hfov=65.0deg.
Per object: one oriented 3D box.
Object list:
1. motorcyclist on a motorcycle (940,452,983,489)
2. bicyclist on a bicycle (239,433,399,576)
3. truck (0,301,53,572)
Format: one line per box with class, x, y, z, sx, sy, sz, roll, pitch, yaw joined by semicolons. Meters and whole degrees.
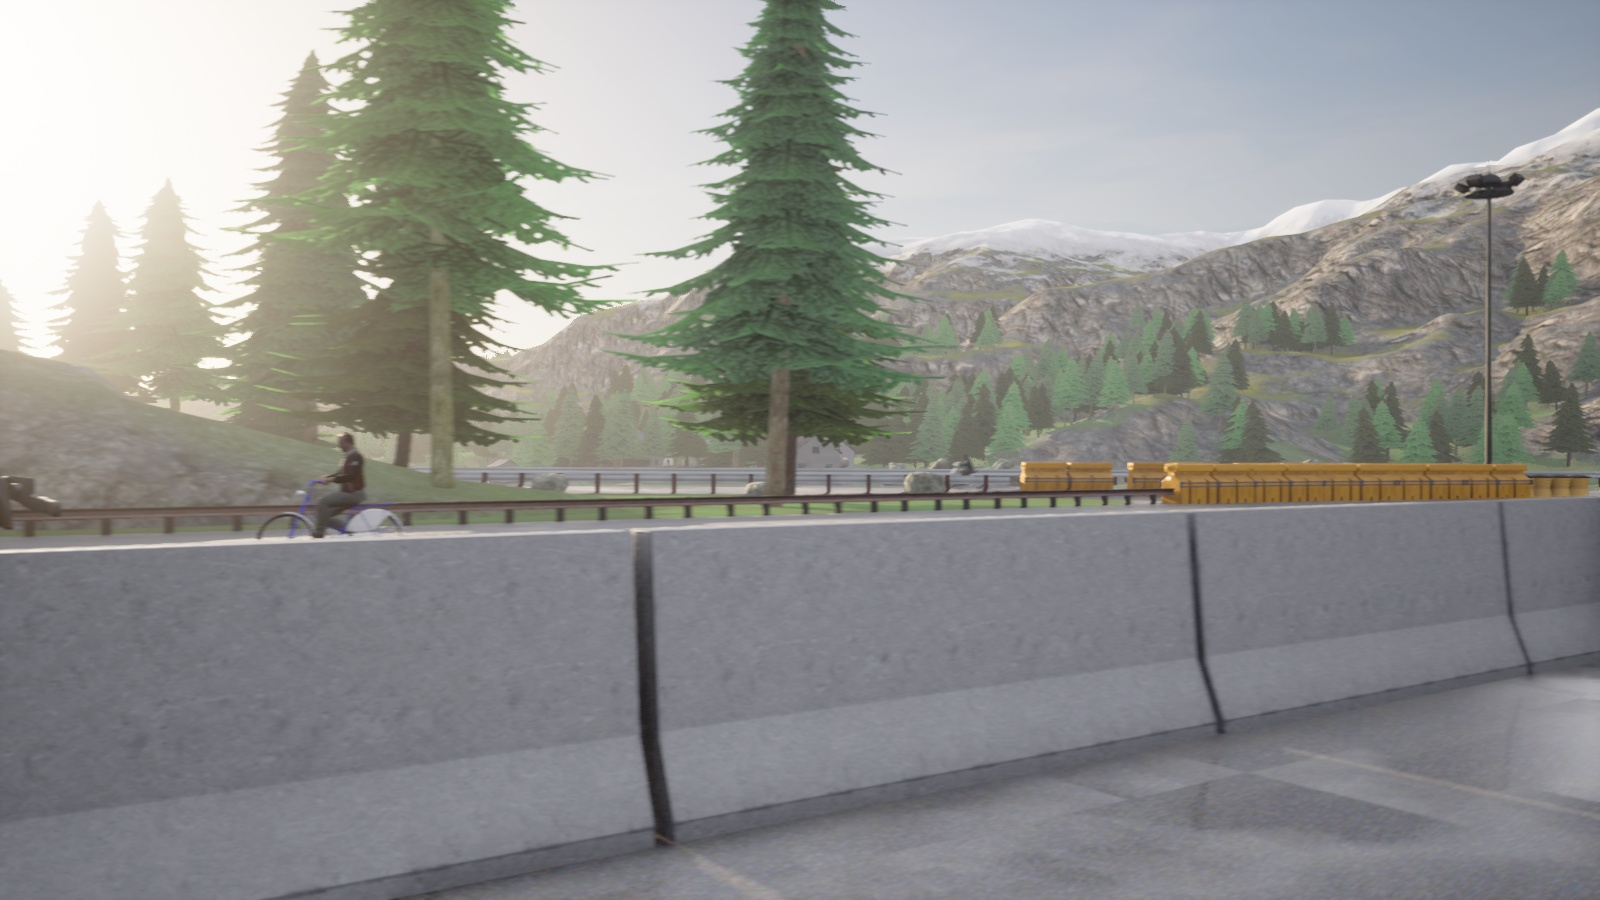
motorcyclist on a motorcycle;7.090;0.905;55.209;1.817;1.590;0.866;0;0;1
bicyclist on a bicycle;-6.252;0.678;16.365;1.843;1.776;0.659;0;0;-35
truck;-13.858;-0.176;15.339;7.936;3.462;2.891;0;0;-35
